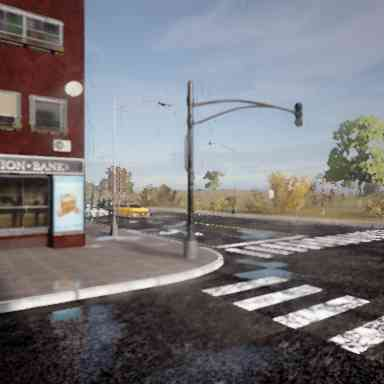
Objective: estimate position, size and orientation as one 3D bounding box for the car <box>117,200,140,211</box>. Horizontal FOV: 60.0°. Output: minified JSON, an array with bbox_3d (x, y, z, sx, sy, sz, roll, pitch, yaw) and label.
[{"bbox_3d":[-9.661,1.999,50.237,1.812,1.442,4.674,0,0,-34],"label":"car"}]

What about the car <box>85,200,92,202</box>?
[{"bbox_3d":[-18.237,2.043,56.711,2.128,1.511,4.902,0,0,-35],"label":"car"}]

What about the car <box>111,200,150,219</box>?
[{"bbox_3d":[-6.029,1.850,33.499,1.882,1.535,5.008,0,0,-35],"label":"car"}]

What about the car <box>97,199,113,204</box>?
[{"bbox_3d":[-12.490,1.832,48.617,2.097,1.767,4.553,0,0,-34],"label":"car"}]

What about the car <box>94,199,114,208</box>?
[{"bbox_3d":[-15.578,2.024,58.579,1.882,1.535,5.008,0,0,-35],"label":"car"}]

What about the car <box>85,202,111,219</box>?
[{"bbox_3d":[-10.229,1.997,33.826,1.895,1.301,4.718,0,0,-35],"label":"car"}]
